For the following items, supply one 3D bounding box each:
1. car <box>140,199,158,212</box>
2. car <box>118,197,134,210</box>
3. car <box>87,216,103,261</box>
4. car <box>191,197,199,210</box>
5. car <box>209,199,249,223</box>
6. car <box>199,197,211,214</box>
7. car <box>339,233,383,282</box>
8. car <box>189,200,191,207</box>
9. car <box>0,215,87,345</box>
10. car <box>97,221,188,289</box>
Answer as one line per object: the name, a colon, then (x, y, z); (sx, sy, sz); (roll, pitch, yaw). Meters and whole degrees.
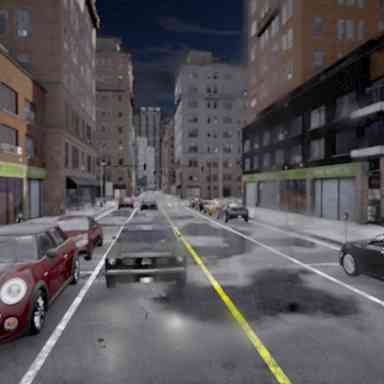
car: (-4.515, 1.364, 34.991); (1.895, 1.301, 4.718); (0, 0, -7)
car: (-7.805, 1.281, 39.490); (1.887, 1.381, 4.507); (-1, 1, -7)
car: (-4.169, 1.510, 11.800); (1.802, 1.307, 4.206); (-1, 0, -7)
car: (1.394, 1.316, 35.065); (1.947, 1.339, 4.313); (-1, 1, -7)
car: (2.845, 1.379, 23.988); (2.008, 1.369, 4.403); (-1, 1, -7)
car: (2.097, 1.313, 29.694); (1.752, 1.417, 4.829); (-1, 1, -7)
car: (5.023, 1.490, 7.373); (2.008, 1.369, 4.403); (-1, 0, -7)
car: (0.668, 1.293, 40.603); (1.802, 1.307, 4.206); (-1, 1, -7)
car: (-3.444, 1.404, 6.260); (1.967, 1.590, 4.097); (-1, 0, -7)
car: (-1.236, 1.540, 9.234); (1.895, 1.301, 4.718); (0, 0, -7)
